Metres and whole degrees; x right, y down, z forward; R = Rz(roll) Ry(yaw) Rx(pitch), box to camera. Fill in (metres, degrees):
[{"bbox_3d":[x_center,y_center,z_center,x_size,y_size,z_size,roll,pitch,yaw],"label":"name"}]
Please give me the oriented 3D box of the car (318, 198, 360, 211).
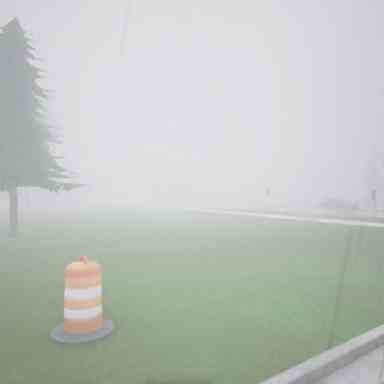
[{"bbox_3d":[17.942,1.510,40.741,1.837,1.490,4.892,0,0,-35],"label":"car"}]
